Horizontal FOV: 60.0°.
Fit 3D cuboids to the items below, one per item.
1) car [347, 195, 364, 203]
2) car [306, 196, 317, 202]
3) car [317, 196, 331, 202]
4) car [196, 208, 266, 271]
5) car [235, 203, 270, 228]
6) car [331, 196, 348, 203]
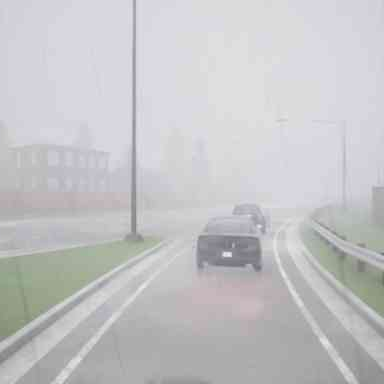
[{"bbox_3d":[40.211,1.925,81.659,1.994,1.385,4.181,0,0,35],"label":"car"},{"bbox_3d":[31.395,1.901,87.376,2.128,1.511,4.902,0,0,35],"label":"car"},{"bbox_3d":[34.261,1.852,85.366,1.882,1.535,5.008,0,0,35],"label":"car"},{"bbox_3d":[1.329,1.521,11.222,1.882,1.535,5.008,0,0,9],"label":"car"},{"bbox_3d":[3.569,1.433,20.326,2.097,1.767,4.553,0,0,17],"label":"car"},{"bbox_3d":[37.126,1.899,83.356,2.128,1.511,4.902,0,0,35],"label":"car"}]
